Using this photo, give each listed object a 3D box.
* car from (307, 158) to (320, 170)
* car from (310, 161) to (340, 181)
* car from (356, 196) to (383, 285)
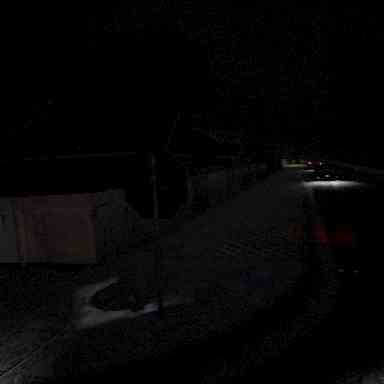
[{"bbox_3d":[19.283,-4.511,52.224,2.097,1.767,4.553,-1,6,18],"label":"car"},{"bbox_3d":[11.685,-1.716,29.102,1.994,1.385,4.181,-1,6,18],"label":"car"},{"bbox_3d":[3.877,0.764,5.344,1.812,1.442,4.674,-1,6,18],"label":"car"}]
